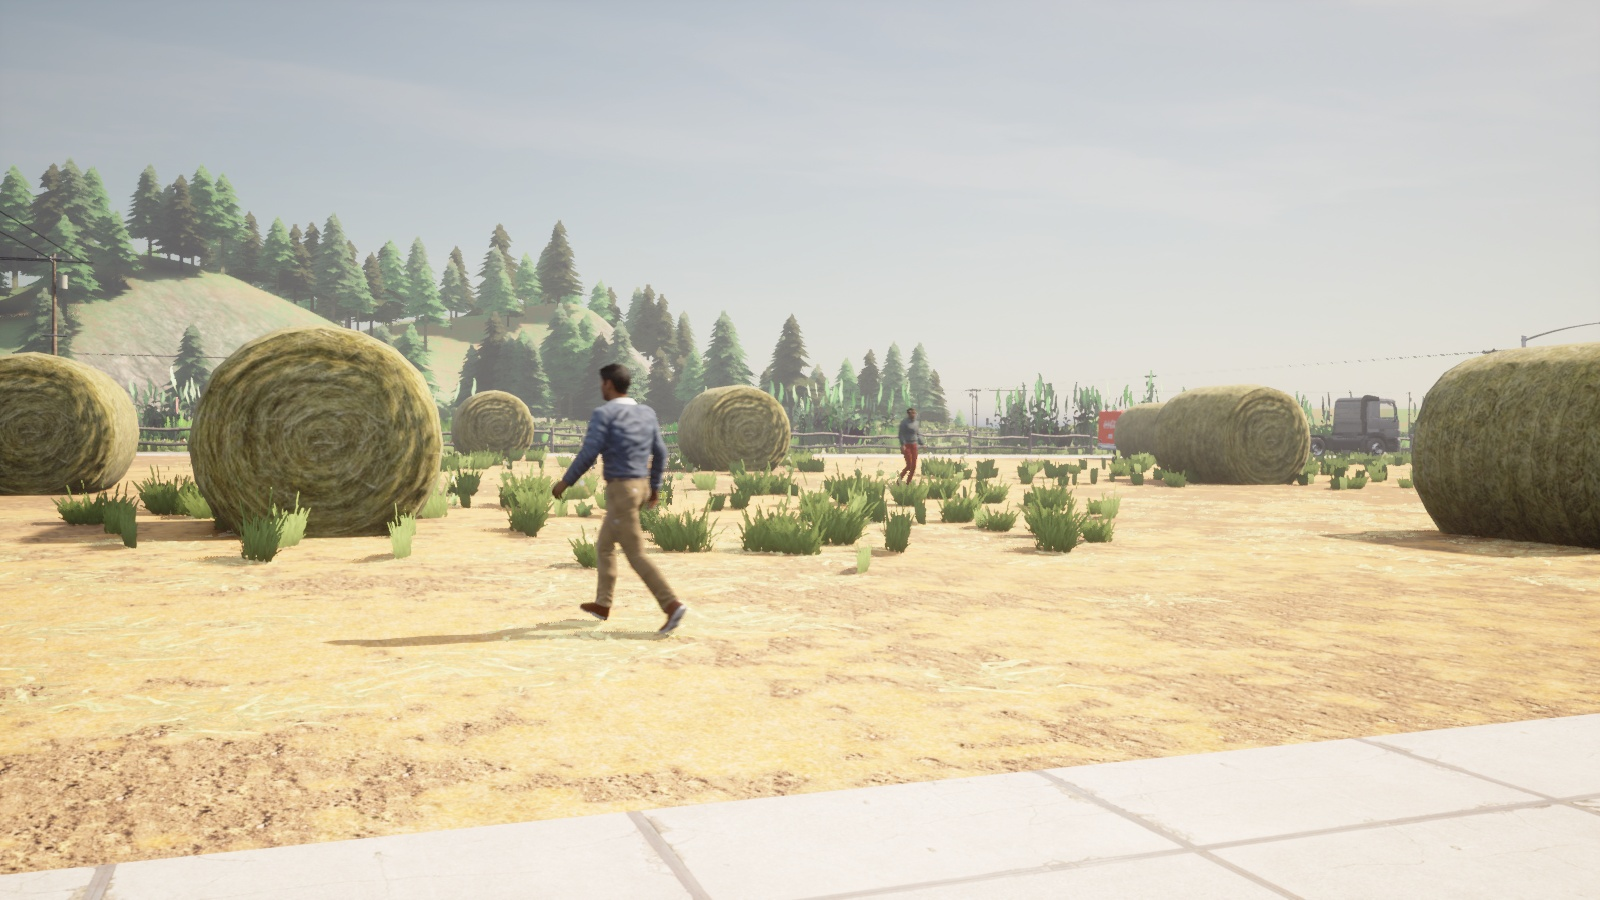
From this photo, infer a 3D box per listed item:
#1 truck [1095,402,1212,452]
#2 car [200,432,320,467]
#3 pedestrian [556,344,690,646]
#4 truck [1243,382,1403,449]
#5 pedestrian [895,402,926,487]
[{"bbox_3d":[18.162,-1.188,64.599,5.204,2.467,2.627,-1,1,-17],"label":"truck"},{"bbox_3d":[-23.769,-0.026,55.473,4.674,1.442,1.812,-1,1,-17],"label":"car"},{"bbox_3d":[-1.199,0.286,8.500,0.788,1.949,0.423,0,1,33],"label":"pedestrian"},{"bbox_3d":[28.181,-1.856,67.655,7.936,3.462,2.891,-1,1,-17],"label":"truck"},{"bbox_3d":[2.421,-0.124,27.488,0.353,1.847,0.614,-1,1,-33],"label":"pedestrian"}]
